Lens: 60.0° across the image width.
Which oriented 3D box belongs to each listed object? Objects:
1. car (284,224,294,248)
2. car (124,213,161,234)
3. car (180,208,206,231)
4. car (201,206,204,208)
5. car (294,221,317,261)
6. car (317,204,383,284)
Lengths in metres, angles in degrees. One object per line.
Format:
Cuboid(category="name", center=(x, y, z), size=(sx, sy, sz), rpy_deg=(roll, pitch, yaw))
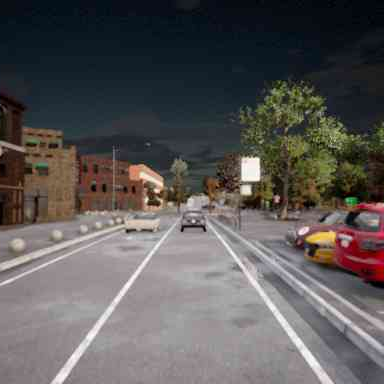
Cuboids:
Cuboid(category="car", center=(6.222, 1.529, 13.793), size=(4.553, 1.767, 2.185), rpy_deg=(0, -1, 0))
Cuboid(category="car", center=(-3.306, 2.104, 22.844), size=(1.895, 1.301, 4.718), rpy_deg=(0, -2, 0))
Cuboid(category="car", center=(0.103, 2.119, 24.729), size=(2.033, 1.411, 5.357), rpy_deg=(0, -2, 0))
Cuboid(category="car", center=(0.160, 2.615, 37.821), size=(1.812, 1.442, 4.674), rpy_deg=(0, -2, 1))
Cuboid(category="car", center=(6.222, 1.604, 10.756), size=(5.008, 1.535, 2.097), rpy_deg=(0, -1, 0))
Cuboid(category="car", center=(6.272, 1.305, 7.843), size=(5.566, 2.045, 2.435), rpy_deg=(0, -1, 0))
